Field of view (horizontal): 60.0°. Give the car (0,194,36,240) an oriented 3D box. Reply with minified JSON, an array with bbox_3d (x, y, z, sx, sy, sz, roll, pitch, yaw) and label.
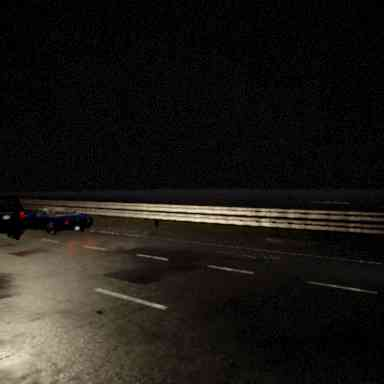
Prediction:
[{"bbox_3d":[-9.850,1.124,15.313,5.566,2.045,2.150,1,0,36],"label":"car"}]

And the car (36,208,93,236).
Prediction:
[{"bbox_3d":[-7.562,1.506,17.979,4.718,1.301,1.895,0,0,36],"label":"car"}]
